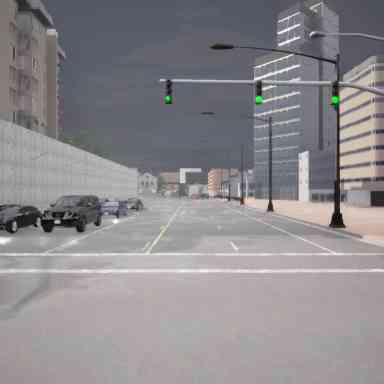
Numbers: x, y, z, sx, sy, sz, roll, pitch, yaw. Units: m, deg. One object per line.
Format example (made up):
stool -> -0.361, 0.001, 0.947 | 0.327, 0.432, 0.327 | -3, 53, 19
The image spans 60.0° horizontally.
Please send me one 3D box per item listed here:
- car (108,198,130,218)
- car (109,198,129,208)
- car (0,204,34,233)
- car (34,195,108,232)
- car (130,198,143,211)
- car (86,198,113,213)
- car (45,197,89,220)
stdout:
car -> -7.126, 1.526, 29.960 | 1.812, 1.442, 4.674 | 0, 0, 0
car -> -10.600, 1.601, 48.632 | 1.895, 1.301, 4.718 | 0, 0, 0
car -> -10.618, 1.505, 19.686 | 1.837, 1.490, 4.892 | 0, 0, 0
car -> -7.115, 1.221, 20.320 | 2.150, 2.045, 5.566 | 0, 0, 0
car -> -7.127, 1.491, 40.303 | 2.128, 1.511, 4.902 | 0, 0, 0
car -> -10.629, 1.505, 38.572 | 1.837, 1.490, 4.892 | 0, 0, 0
car -> -10.626, 1.352, 28.754 | 2.097, 1.767, 4.553 | 0, 0, 0
